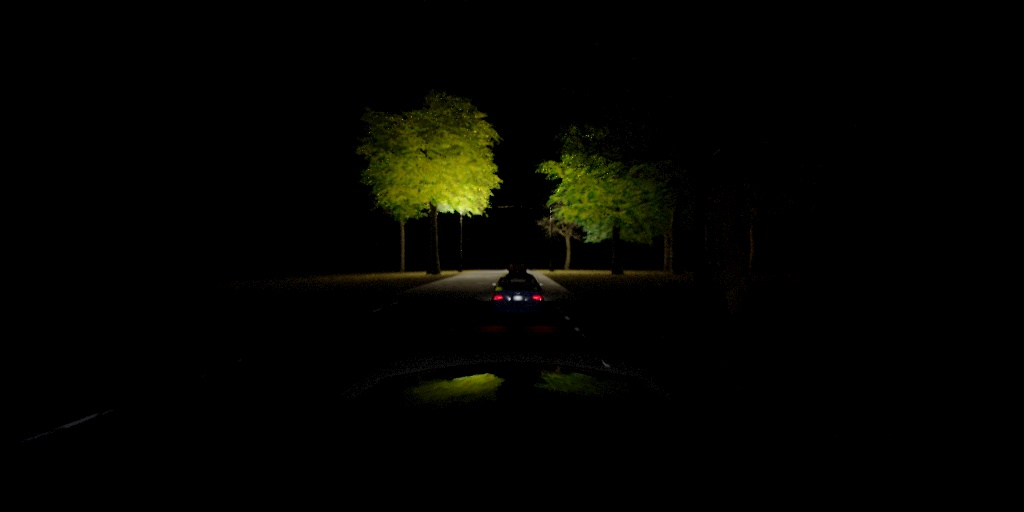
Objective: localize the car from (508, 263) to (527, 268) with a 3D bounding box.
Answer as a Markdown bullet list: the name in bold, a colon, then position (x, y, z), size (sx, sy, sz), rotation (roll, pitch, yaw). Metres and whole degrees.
- **car**: position (0.552, 1.465, 38.509), size (1.882, 1.535, 5.008), rotation (0, -1, 1)

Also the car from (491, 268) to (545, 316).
- **car**: position (0.210, 1.366, 13.600), size (2.033, 1.411, 5.357), rotation (0, 0, 1)
